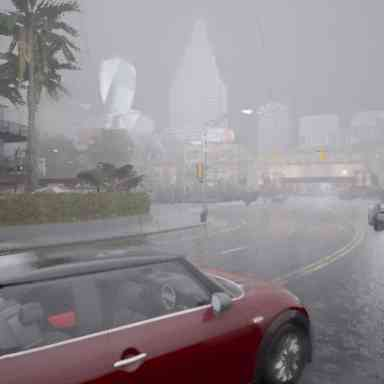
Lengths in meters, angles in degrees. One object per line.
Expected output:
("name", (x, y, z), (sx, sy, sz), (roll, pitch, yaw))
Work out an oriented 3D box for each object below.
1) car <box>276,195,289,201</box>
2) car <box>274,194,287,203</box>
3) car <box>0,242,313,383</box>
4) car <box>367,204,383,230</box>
("car", (23.353, 1.564, 85.525), (2.231, 1.521, 4.892), (0, 0, 28))
("car", (18.054, 1.551, 69.161), (2.097, 1.535, 5.008), (0, 0, 18))
("car", (-0.658, 1.365, 3.686), (4.553, 1.767, 2.097), (0, 0, -38))
("car", (12.093, 1.482, 20.622), (2.128, 1.511, 4.902), (0, 0, 23))
